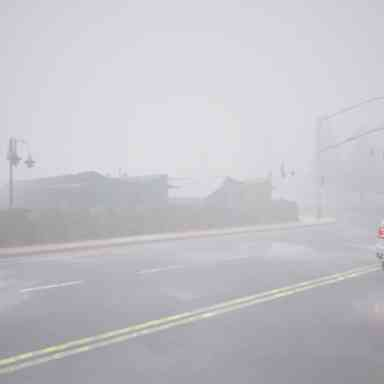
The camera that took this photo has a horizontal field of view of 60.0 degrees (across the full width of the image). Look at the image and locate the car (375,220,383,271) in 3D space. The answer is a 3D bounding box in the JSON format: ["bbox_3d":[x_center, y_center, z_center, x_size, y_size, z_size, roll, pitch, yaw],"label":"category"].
[{"bbox_3d":[7.153,1.205,8.913,5.566,2.045,2.150,1,-1,-35],"label":"car"}]
